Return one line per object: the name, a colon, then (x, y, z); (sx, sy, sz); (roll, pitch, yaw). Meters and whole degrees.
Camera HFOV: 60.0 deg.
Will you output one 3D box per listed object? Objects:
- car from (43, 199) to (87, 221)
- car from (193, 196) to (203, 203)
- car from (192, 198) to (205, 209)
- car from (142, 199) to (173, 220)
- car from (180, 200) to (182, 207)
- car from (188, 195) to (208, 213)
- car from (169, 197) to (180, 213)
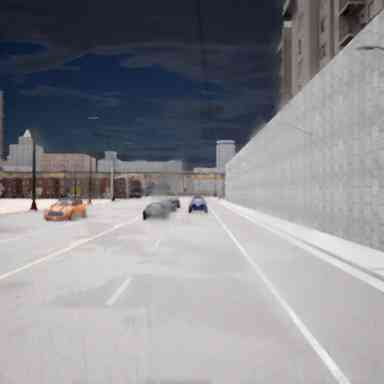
car: (-10.118, 1.350, 26.798); (2.097, 1.767, 4.553); (0, 0, 0)
car: (1.412, 1.619, 77.002); (2.128, 1.511, 4.902); (0, 0, 1)
car: (0.898, 1.585, 48.723); (1.812, 1.442, 4.674); (0, 0, 1)
car: (-2.991, 1.586, 28.368); (1.994, 1.385, 4.181); (0, 0, 1)
car: (-2.615, 1.553, 48.307); (1.837, 1.490, 4.892); (0, 0, 1)
car: (0.673, 1.398, 37.249); (2.097, 1.767, 4.553); (0, 0, 1)
car: (-2.813, 1.598, 38.082); (1.994, 1.385, 4.181); (0, 0, 1)
